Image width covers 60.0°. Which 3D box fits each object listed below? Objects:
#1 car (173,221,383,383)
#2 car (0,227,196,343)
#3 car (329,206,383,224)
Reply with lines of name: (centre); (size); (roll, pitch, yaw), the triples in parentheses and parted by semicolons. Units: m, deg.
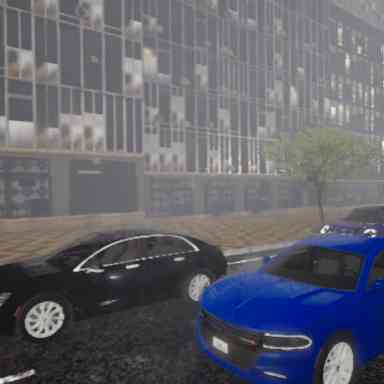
car: (2.356, 1.471, 5.245); (5.008, 1.535, 1.882); (0, 0, -35)
car: (-1.490, 1.502, 6.524); (4.892, 1.490, 1.837); (0, 0, -35)
car: (6.766, 1.335, 12.382); (4.553, 1.767, 2.097); (0, 0, -36)
